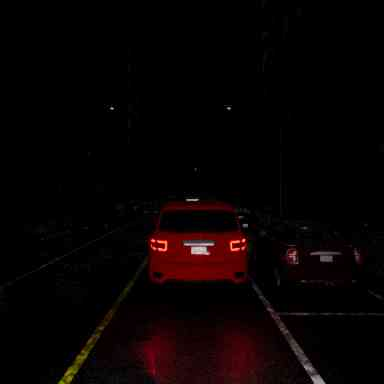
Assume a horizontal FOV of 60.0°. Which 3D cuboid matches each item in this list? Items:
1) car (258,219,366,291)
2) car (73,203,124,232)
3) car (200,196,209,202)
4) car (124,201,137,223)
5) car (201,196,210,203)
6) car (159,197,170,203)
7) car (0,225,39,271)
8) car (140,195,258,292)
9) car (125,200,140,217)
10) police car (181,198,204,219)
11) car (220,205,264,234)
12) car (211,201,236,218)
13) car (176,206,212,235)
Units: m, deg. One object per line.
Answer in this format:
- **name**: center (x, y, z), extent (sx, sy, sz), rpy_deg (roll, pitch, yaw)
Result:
- **car**: center (2.858, 1.440, 9.009), extent (1.967, 1.590, 4.097), rpy_deg (0, 0, 0)
- **car**: center (-5.661, 1.567, 20.016), extent (1.947, 1.339, 4.313), rpy_deg (0, 0, 0)
- **car**: center (2.948, 1.617, 78.922), extent (2.008, 1.369, 4.403), rpy_deg (0, 0, 0)
- **car**: center (-5.659, 1.584, 25.517), extent (1.802, 1.307, 4.206), rpy_deg (0, 0, 0)
- **car**: center (2.935, 1.580, 73.684), extent (1.752, 1.417, 4.829), rpy_deg (0, 0, 0)
- **car**: center (-5.603, 1.626, 68.122), extent (1.802, 1.307, 4.206), rpy_deg (0, 0, 0)
- **car**: center (-5.667, 1.582, 9.014), extent (1.802, 1.307, 4.206), rpy_deg (0, 0, 0)
- **car**: center (0.108, 1.221, 9.093), extent (2.150, 2.045, 5.566), rpy_deg (0, 0, -1)
- **car**: center (-5.656, 1.444, 31.019), extent (1.967, 1.590, 4.097), rpy_deg (0, 0, 0)
- **police car**: center (0.015, 1.428, 30.127), extent (1.930, 1.638, 5.238), rpy_deg (0, 0, 0)
- **car**: center (2.864, 1.552, 20.012), extent (2.008, 1.369, 4.403), rpy_deg (0, 0, 0)
- **car**: center (2.870, 1.569, 31.014), extent (1.947, 1.339, 4.313), rpy_deg (0, 0, 0)
- **car**: center (0.109, 1.602, 19.863), extent (1.895, 1.301, 4.718), rpy_deg (0, 0, 0)
